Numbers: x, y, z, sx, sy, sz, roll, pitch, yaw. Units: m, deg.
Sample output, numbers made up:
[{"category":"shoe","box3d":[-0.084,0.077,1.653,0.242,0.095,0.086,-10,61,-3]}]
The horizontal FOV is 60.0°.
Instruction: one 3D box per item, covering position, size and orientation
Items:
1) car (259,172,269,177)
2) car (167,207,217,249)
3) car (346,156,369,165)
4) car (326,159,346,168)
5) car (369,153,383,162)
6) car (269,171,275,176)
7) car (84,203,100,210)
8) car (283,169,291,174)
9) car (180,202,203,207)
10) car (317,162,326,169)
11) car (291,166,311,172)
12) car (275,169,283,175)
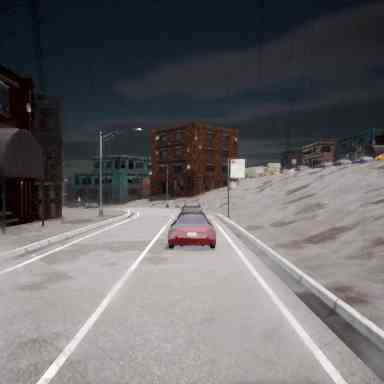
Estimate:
[{"category":"car","box3d":[20.891,-4.469,92.064,2.231,1.521,4.892,0,1,-1]},{"category":"car","box3d":[0.000,1.568,14.600,1.994,1.385,4.181,0,0,0]},{"category":"car","box3d":[22.095,-3.826,42.367,2.002,1.452,4.674,0,1,-2]},{"category":"car","box3d":[21.861,-3.963,47.909,2.231,1.521,4.892,0,1,-1]},{"category":"car","box3d":[22.447,-3.765,36.831,2.097,1.535,5.008,0,1,-4]},{"category":"car","box3d":[21.132,-4.487,81.049,2.185,1.767,4.553,0,1,-1]},{"category":"car","box3d":[-20.798,3.009,69.647,4.892,1.490,1.837,-4,-2,45]},{"category":"car","box3d":[21.375,-4.195,69.857,2.002,1.452,4.674,0,1,-1]},{"category":"car","box3d":[-0.014,1.588,29.648,2.128,1.511,4.902,0,-1,-1]},{"category":"car","box3d":[21.733,-4.041,53.427,2.231,1.521,4.892,0,1,-1]},{"category":"car","box3d":[21.495,-4.297,64.364,2.185,1.767,4.553,0,1,-1]},{"category":"car","box3d":[21.252,-4.427,75.530,2.185,1.767,4.553,0,1,-1]}]
